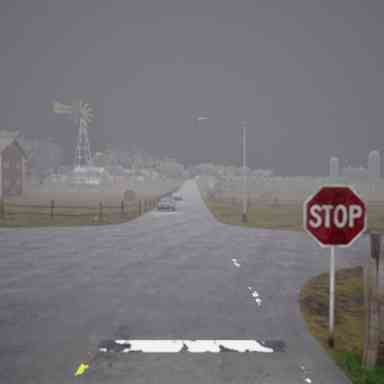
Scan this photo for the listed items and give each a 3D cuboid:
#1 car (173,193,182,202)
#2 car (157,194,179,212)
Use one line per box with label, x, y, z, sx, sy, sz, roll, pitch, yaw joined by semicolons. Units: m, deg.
car;-2.709;0.835;58.510;1.882;1.535;5.008;0;1;1
car;-2.782;1.344;37.328;1.837;1.490;4.892;0;1;0
